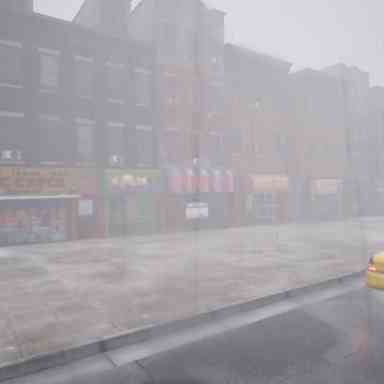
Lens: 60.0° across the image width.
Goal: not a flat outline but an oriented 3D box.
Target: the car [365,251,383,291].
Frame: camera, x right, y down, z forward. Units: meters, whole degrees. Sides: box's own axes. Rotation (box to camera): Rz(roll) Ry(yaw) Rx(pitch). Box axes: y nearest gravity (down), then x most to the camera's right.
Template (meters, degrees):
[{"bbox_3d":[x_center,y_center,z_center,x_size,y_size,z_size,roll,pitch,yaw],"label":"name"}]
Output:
[{"bbox_3d":[6.023,1.453,7.578,5.366,1.575,1.801,0,0,-35],"label":"car"}]
